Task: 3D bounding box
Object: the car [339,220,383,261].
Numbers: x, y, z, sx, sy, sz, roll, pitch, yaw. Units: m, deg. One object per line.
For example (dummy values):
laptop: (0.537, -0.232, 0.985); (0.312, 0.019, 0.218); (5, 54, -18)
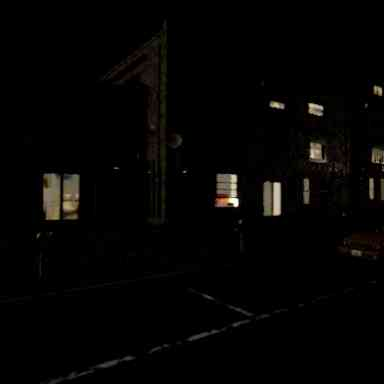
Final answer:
car: (6.953, 1.528, 11.470); (4.829, 1.417, 1.752); (0, 1, -35)
